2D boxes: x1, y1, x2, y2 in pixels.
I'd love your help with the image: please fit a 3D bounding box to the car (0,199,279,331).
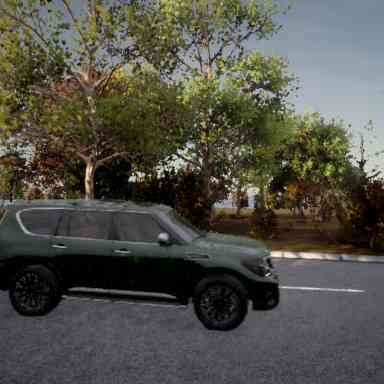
[{"bbox_3d":[-1.136,1.208,6.643,5.566,2.045,2.150,1,1,7],"label":"car"}]
